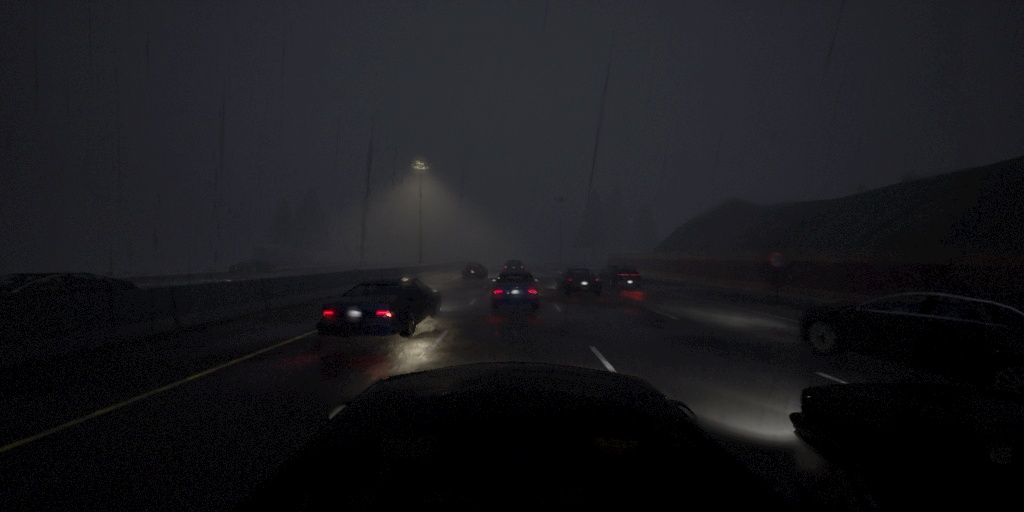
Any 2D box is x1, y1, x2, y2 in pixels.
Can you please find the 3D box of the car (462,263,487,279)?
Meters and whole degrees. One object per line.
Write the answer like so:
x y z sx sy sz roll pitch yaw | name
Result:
-3.321 1.348 32.696 1.994 1.385 4.181 0 0 0 | car

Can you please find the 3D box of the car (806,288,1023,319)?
7.124 1.253 5.725 2.128 1.511 4.902 0 0 0 | car

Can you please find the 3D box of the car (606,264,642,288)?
7.155 1.290 24.136 1.837 1.490 4.892 0 0 0 | car

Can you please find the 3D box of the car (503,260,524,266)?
0.188 1.143 36.744 2.097 1.767 4.553 0 0 0 | car

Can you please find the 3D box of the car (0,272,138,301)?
-14.079 1.239 10.555 2.128 1.511 4.902 0 0 0 | car

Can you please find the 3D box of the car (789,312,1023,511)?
3.603 1.300 0.958 2.033 1.411 5.357 0 0 0 | car

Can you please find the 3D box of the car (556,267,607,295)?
3.646 1.340 20.022 1.994 1.385 4.181 0 0 0 | car

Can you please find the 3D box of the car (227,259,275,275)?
-24.418 0.972 33.737 1.994 1.385 4.181 0 0 0 | car

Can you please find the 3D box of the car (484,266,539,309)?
0.138 1.314 15.053 2.033 1.411 5.357 0 0 0 | car

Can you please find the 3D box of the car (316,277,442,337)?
-3.381 1.305 10.253 2.033 1.411 5.357 0 0 0 | car
